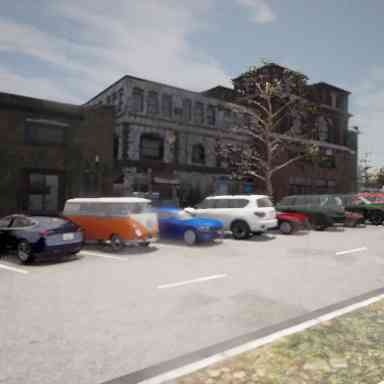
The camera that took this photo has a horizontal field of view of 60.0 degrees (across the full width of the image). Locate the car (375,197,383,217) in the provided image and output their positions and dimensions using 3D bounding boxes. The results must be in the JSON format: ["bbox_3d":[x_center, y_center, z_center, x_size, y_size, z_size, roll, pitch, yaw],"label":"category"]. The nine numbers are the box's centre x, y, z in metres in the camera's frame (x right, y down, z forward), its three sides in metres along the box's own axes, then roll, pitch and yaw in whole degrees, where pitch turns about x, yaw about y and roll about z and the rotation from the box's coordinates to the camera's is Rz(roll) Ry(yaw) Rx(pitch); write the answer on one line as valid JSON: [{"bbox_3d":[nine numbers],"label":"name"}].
[{"bbox_3d":[18.791,1.325,29.147,4.553,1.767,2.185,-1,-1,35],"label":"car"}]

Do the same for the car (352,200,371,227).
[{"bbox_3d":[8.961,1.484,22.233,4.792,1.488,2.163,-1,-1,35],"label":"car"}]

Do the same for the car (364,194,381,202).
[{"bbox_3d":[34.019,1.106,62.642,2.231,1.521,4.892,0,-1,36],"label":"car"}]

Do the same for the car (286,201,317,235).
[{"bbox_3d":[4.021,1.456,18.787,5.008,1.535,2.097,-1,-1,35],"label":"car"}]

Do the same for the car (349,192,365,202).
[{"bbox_3d":[32.333,0.979,65.064,2.185,1.767,4.553,0,-1,36],"label":"car"}]

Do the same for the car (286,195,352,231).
[{"bbox_3d":[6.450,1.205,20.529,5.566,2.045,2.435,-1,-1,35],"label":"car"}]

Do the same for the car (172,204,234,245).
[{"bbox_3d":[-0.891,1.459,15.324,5.008,1.535,2.097,-1,-1,35],"label":"car"}]

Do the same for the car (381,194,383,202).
[{"bbox_3d":[35.694,1.144,60.205,2.002,1.452,4.674,1,0,36],"label":"car"}]

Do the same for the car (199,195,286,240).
[{"bbox_3d":[1.539,1.207,17.067,5.566,2.045,2.435,-1,-1,35],"label":"car"}]

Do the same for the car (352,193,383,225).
[{"bbox_3d":[11.416,1.202,23.971,5.566,2.045,2.435,-1,-1,35],"label":"car"}]

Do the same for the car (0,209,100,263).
[{"bbox_3d":[-5.833,1.490,11.863,4.792,1.488,2.163,-1,-1,35],"label":"car"}]

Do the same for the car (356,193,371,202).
[{"bbox_3d":[41.907,1.360,81.088,2.435,2.045,5.566,1,-2,36],"label":"car"}]

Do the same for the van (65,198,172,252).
[{"bbox_3d":[-3.251,1.232,13.527,4.442,1.987,1.878,-1,-1,35],"label":"van"}]
